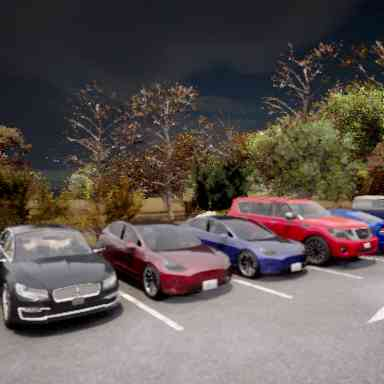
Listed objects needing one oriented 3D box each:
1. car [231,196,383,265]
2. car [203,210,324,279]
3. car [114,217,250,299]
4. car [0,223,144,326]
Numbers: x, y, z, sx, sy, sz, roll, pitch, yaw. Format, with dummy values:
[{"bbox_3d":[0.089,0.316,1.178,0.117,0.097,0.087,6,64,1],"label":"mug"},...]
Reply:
[{"bbox_3d":[3.592,1.235,12.116,2.435,2.045,5.566,0,0,-35],"label":"car"},{"bbox_3d":[1.293,1.514,10.476,2.163,1.488,4.792,0,0,-35],"label":"car"},{"bbox_3d":[-1.008,1.512,8.838,2.163,1.488,4.792,0,0,-35],"label":"car"},{"bbox_3d":[-3.227,1.482,7.302,2.231,1.521,4.892,0,0,-35],"label":"car"}]
